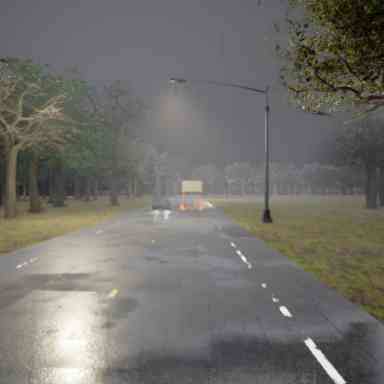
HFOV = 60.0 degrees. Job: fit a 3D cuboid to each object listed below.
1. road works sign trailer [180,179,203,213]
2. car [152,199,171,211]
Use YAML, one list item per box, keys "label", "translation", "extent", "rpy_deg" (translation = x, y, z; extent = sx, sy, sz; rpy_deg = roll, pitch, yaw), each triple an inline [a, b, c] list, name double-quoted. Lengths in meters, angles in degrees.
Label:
- label: "road works sign trailer"
  translation: [0.004, 0.421, 35.952]
  extent: [2.380, 3.560, 2.880]
  rpy_deg: [0, 0, 0]
- label: "car"
  translation: [-3.584, 1.502, 39.857]
  extent: [1.994, 1.385, 4.181]
  rpy_deg: [0, 0, 0]
